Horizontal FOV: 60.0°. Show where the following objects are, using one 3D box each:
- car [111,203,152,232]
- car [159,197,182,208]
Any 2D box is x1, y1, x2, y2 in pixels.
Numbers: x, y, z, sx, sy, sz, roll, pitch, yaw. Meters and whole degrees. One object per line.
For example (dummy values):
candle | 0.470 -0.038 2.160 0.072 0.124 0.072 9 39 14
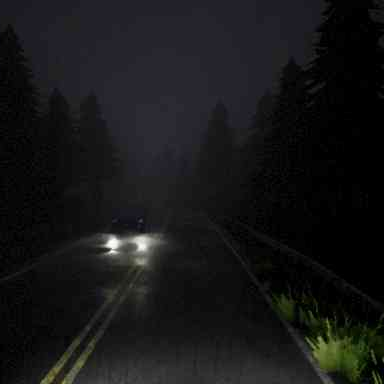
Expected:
car | -3.517 1.453 20.002 1.882 1.535 5.008 0 0 -1
car | -3.035 1.463 45.998 2.033 1.411 5.357 -2 1 -20
